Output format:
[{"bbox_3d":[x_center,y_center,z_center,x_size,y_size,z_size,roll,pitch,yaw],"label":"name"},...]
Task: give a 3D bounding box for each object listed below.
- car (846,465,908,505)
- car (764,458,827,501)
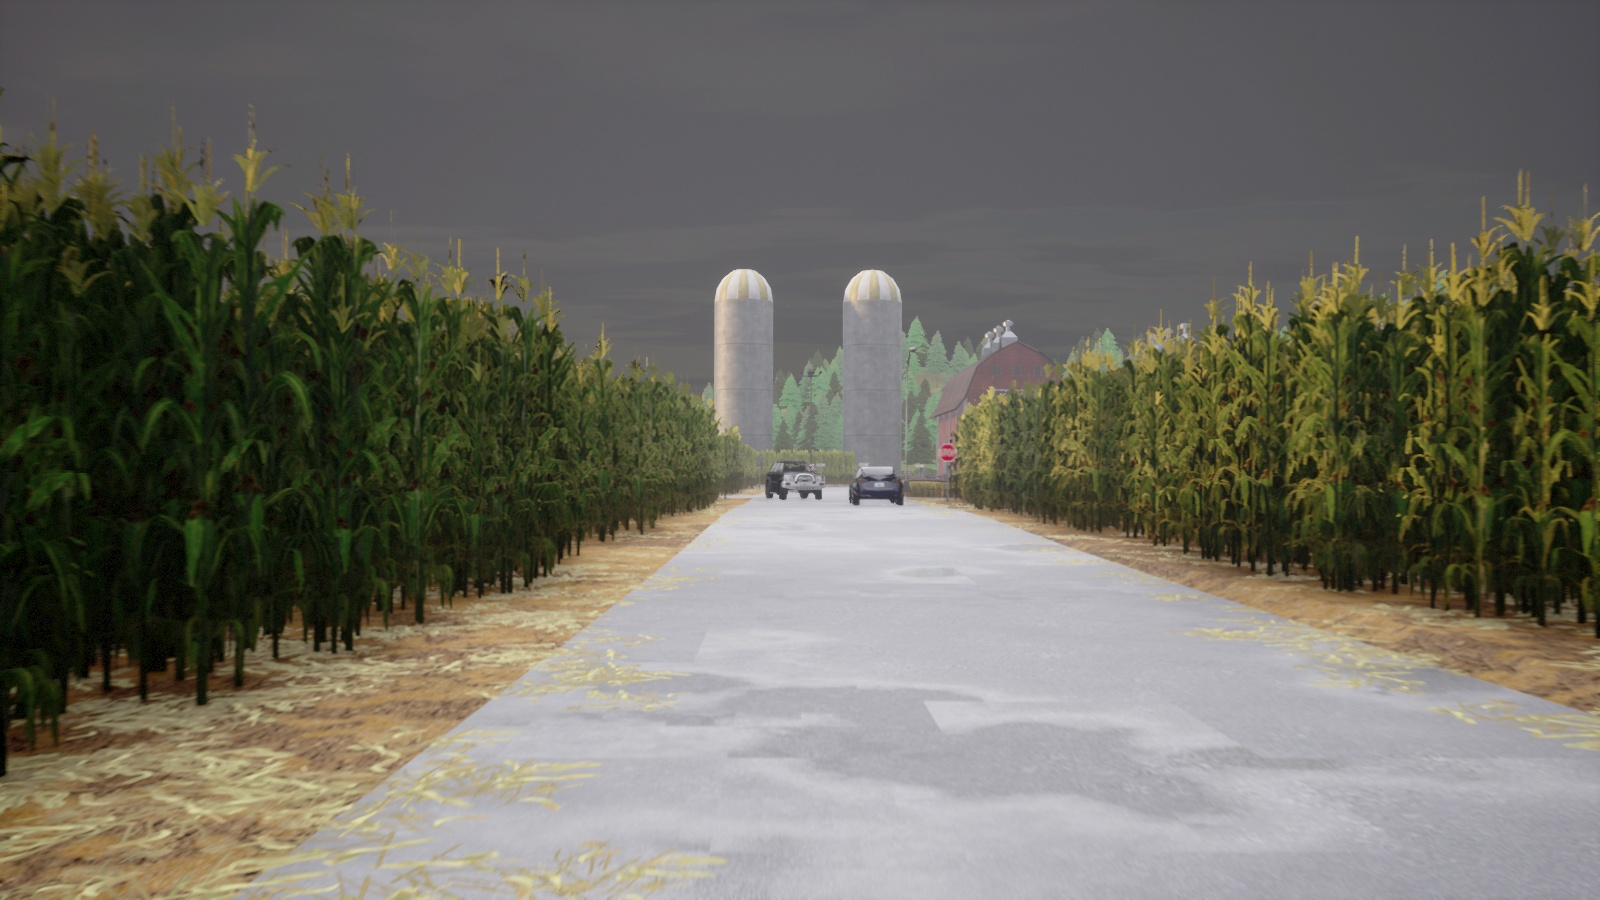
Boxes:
[{"bbox_3d":[2.978,1.371,49.569,2.163,1.488,4.792,0,-1,0],"label":"car"},{"bbox_3d":[-0.253,1.314,56.752,1.932,1.855,4.605,0,-1,-12],"label":"car"}]
